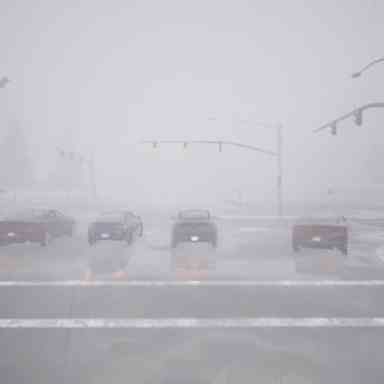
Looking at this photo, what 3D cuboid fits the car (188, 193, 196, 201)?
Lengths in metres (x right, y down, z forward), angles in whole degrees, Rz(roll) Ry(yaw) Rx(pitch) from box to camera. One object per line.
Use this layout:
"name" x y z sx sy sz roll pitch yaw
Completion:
"car" -0.003 1.491 85.059 1.882 1.535 5.008 0 0 0

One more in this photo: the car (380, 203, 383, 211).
"car" 23.173 1.536 35.427 4.674 1.442 1.812 0 0 1

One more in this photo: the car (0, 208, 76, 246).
"car" -6.902 1.482 15.221 1.882 1.535 5.008 0 0 0

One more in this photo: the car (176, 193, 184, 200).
"car" -3.503 1.291 95.449 2.097 1.767 4.553 0 0 0

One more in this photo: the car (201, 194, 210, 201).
"car" 3.497 1.570 85.476 1.994 1.385 4.181 0 0 0

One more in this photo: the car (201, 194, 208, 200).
"car" 3.497 1.414 95.479 1.882 1.535 5.008 0 0 0

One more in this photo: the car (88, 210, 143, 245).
"car" -3.410 1.530 15.344 1.812 1.442 4.674 0 0 0

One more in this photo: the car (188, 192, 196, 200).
"car" -0.003 1.161 95.509 2.150 2.045 5.566 0 0 0

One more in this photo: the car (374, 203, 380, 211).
"car" 23.870 1.537 38.915 4.674 1.442 1.812 0 0 1

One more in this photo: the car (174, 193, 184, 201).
"car" -3.503 1.238 85.089 2.150 2.045 5.566 0 0 0

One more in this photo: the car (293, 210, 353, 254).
"car" 5.463 1.482 13.734 1.882 1.535 5.008 -1 0 27

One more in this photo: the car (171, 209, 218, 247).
"car" 0.098 1.508 14.965 1.837 1.490 4.892 0 0 0

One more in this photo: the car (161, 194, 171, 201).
"car" -7.003 1.553 85.059 2.033 1.411 5.357 0 0 0
